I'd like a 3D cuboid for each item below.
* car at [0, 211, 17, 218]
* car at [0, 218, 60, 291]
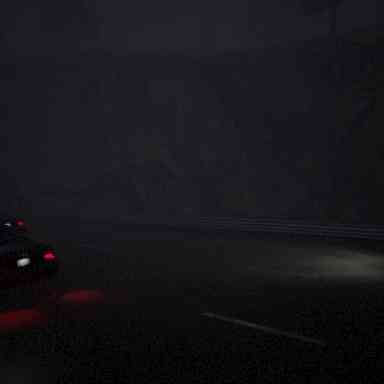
[{"bbox_3d":[-9.930,1.436,15.063,5.357,1.411,2.033,0,1,27],"label":"car"},{"bbox_3d":[-5.584,1.487,8.083,5.357,1.411,2.033,0,1,31],"label":"car"}]
